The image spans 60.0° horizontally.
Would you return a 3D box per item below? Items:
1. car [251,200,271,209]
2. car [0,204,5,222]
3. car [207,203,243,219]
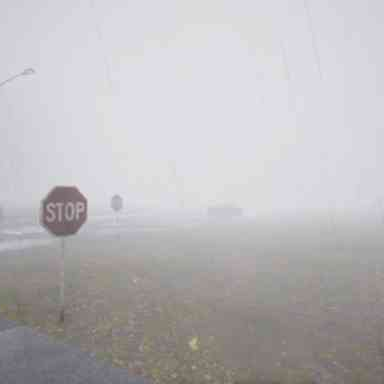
[{"bbox_3d":[12.026,2.097,57.707,1.882,1.535,5.008,1,1,36],"label":"car"},{"bbox_3d":[-14.799,1.385,20.758,2.150,2.045,5.566,1,0,36],"label":"car"},{"bbox_3d":[3.518,1.864,34.073,1.882,1.535,5.008,1,0,36],"label":"car"}]
